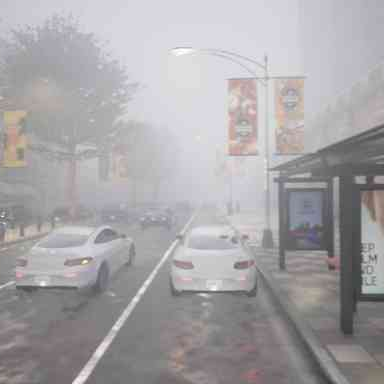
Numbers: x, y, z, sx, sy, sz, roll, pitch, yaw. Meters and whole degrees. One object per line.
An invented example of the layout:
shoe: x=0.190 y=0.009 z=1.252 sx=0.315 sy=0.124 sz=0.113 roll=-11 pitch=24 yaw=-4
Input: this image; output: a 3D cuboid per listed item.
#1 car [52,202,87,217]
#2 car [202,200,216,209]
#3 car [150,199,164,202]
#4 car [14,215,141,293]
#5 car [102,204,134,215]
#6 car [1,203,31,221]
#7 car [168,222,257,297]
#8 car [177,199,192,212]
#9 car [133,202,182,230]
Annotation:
car: x=-13.051 y=1.826 z=35.788 sx=2.033 sy=1.411 sz=5.357 roll=-1 pitch=0 yaw=3
car: x=2.398 y=1.761 z=47.742 sx=1.895 sy=1.301 sz=4.718 roll=-1 pitch=0 yaw=3
car: x=-4.505 y=1.697 z=43.247 sx=1.882 sy=1.535 sz=5.008 roll=-1 pitch=0 yaw=3
car: x=-2.858 y=1.591 z=8.964 sx=1.812 sy=1.442 sz=4.674 roll=-1 pitch=0 yaw=3
car: x=-5.416 y=1.637 z=25.721 sx=1.882 sy=1.535 sz=5.008 roll=-1 pitch=0 yaw=3
car: x=-16.835 y=1.802 z=30.820 sx=1.837 sy=1.490 sz=4.892 roll=-1 pitch=0 yaw=3
car: x=0.524 y=1.555 z=8.534 sx=1.812 sy=1.442 sz=4.674 roll=-1 pitch=0 yaw=3
car: x=-1.063 y=1.684 z=42.057 sx=1.837 sy=1.490 sz=4.892 roll=-1 pitch=0 yaw=3
car: x=-2.118 y=1.658 z=22.080 sx=2.033 sy=1.411 sz=5.357 roll=-1 pitch=0 yaw=3
